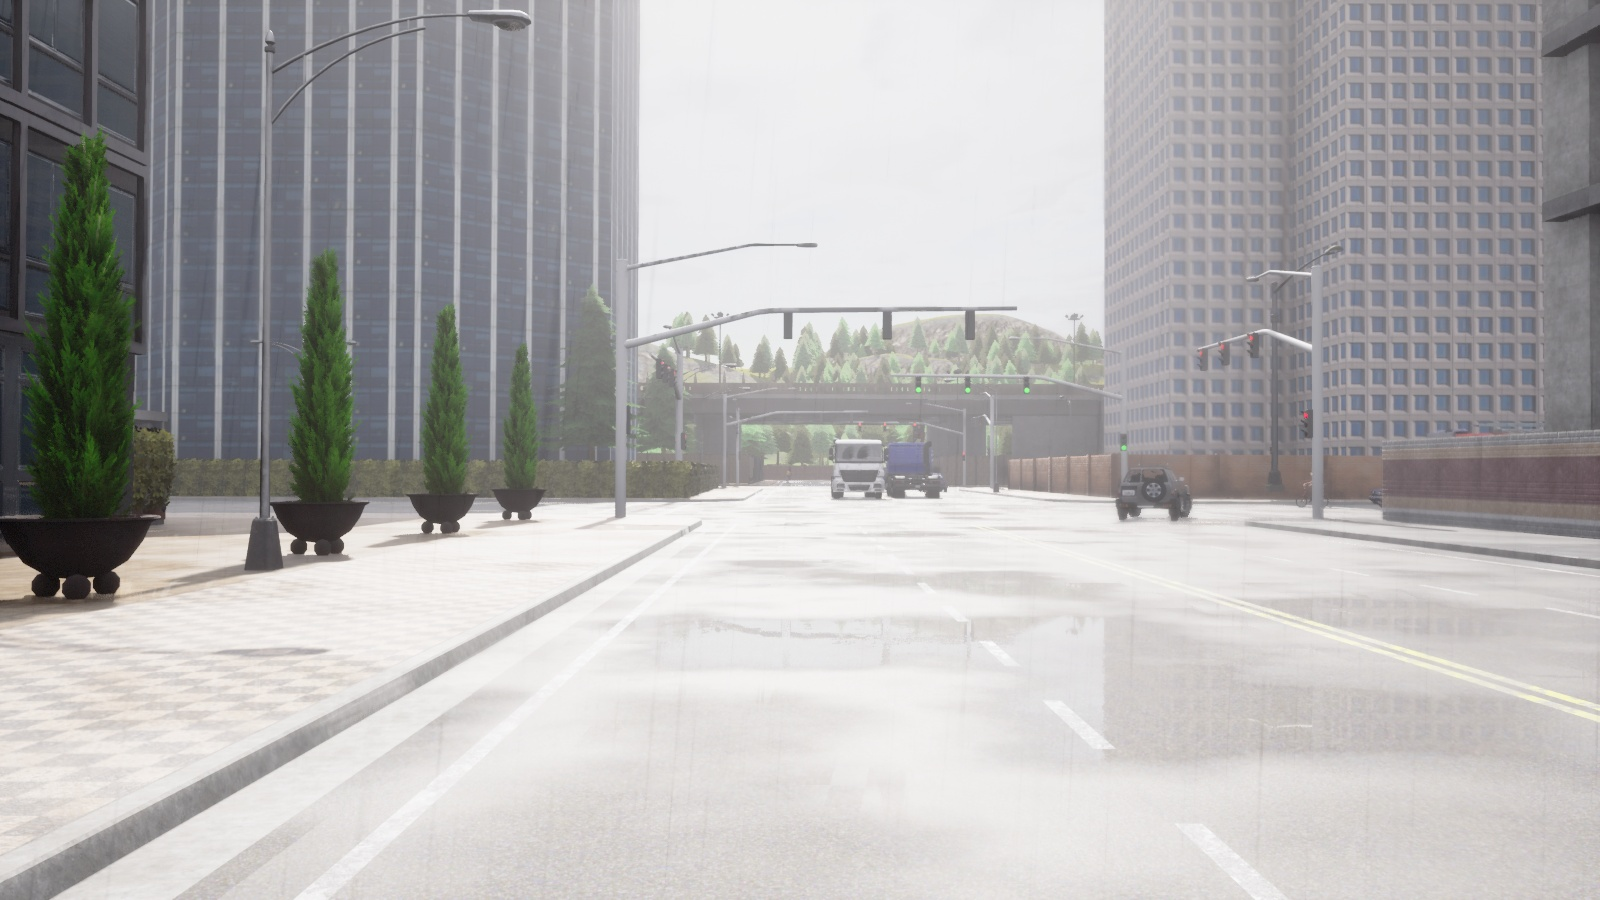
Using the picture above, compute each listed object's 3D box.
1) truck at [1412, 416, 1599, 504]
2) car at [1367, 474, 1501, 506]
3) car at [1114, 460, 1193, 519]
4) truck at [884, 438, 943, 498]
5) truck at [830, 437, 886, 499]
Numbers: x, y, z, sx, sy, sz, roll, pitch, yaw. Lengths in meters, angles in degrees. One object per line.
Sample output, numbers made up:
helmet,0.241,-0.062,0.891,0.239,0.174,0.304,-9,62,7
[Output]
truck,32.533,0.468,56.589,8.468,3.827,2.891,0,-1,0
car,26.753,1.698,53.104,4.718,1.301,1.895,0,-1,0
car,11.922,1.289,42.132,1.932,1.855,4.605,-1,-1,23
truck,6.819,1.088,76.545,2.891,3.462,7.936,0,-1,0
truck,3.300,1.058,73.939,2.891,3.462,7.936,0,-1,0
